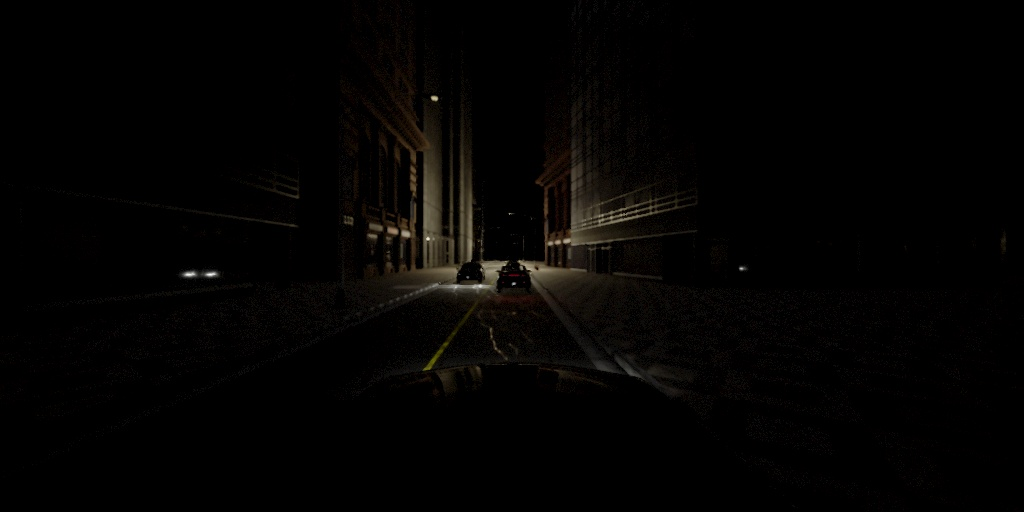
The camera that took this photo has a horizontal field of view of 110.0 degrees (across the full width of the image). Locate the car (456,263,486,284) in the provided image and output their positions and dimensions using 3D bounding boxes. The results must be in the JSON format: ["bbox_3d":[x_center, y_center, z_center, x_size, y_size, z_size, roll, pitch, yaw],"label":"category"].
[{"bbox_3d":[-3.064,1.255,27.335,1.837,1.490,4.892,0,-1,0],"label":"car"}]

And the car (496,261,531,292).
[{"bbox_3d":[0.100,1.240,21.212,2.128,1.511,4.902,0,0,0],"label":"car"}]
